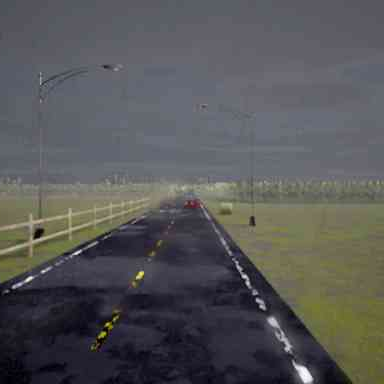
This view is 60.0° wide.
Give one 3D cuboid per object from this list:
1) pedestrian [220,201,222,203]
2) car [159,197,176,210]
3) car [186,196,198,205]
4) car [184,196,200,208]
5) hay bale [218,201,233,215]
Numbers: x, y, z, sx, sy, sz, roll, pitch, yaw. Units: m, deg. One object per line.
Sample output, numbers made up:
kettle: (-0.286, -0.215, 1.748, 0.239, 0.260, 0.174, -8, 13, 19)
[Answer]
pedestrian: (2.830, 1.130, 32.454, 0.375, 1.860, 0.375, -1, 1, -1)
car: (-2.837, 1.337, 39.636, 2.033, 1.411, 5.357, 0, 0, 0)
car: (0.010, 1.308, 52.673, 1.895, 1.301, 4.718, 0, 0, 0)
car: (0.035, 1.336, 42.396, 1.994, 1.385, 4.181, 0, 0, 1)
hay bale: (3.137, 1.493, 31.342, 1.220, 1.180, 1.240, 1, 1, 0)
